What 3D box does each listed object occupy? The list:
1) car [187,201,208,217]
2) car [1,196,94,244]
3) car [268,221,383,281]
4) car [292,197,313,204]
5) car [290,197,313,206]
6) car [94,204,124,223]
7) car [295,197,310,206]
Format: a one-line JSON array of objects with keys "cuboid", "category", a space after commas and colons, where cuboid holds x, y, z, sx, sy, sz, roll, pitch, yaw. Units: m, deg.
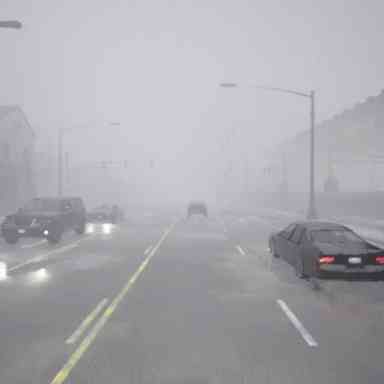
[{"cuboid": [0.534, 1.597, 32.918, 2.128, 1.511, 4.902, 0, 0, 1], "category": "car"}, {"cuboid": [-6.877, 1.240, 16.266, 2.150, 2.045, 5.566, 0, 0, 1], "category": "car"}, {"cuboid": [3.704, 1.596, 9.991, 2.033, 1.411, 5.357, 0, 0, 1], "category": "car"}, {"cuboid": [20.290, 1.584, 61.188, 1.853, 1.218, 4.536, 0, 0, 44], "category": "car"}, {"cuboid": [20.253, 1.741, 61.150, 2.038, 1.542, 4.974, 0, 0, 44], "category": "car"}, {"cuboid": [-6.687, 1.615, 26.241, 1.994, 1.385, 4.181, 0, 0, 1], "category": "car"}, {"cuboid": [20.233, 1.569, 56.500, 1.853, 1.218, 4.536, 0, 0, -36], "category": "car"}]
